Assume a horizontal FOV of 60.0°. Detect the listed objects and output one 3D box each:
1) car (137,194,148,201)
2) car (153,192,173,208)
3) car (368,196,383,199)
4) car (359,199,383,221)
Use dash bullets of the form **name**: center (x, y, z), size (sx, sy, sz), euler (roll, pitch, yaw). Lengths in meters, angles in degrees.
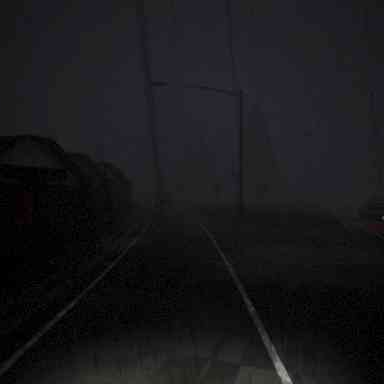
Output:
- **car**: center (-10.674, 1.238, 71.781), size (1.812, 1.442, 4.674), euler (0, 0, -18)
- **car**: center (-3.866, 1.042, 44.096), size (2.150, 2.045, 5.566), euler (0, 0, -10)
- **car**: center (22.546, 1.306, 40.808), size (1.837, 1.490, 4.892), euler (0, 0, 17)
- **car**: center (13.905, 1.479, 25.007), size (1.895, 1.301, 4.718), euler (0, 0, 17)
